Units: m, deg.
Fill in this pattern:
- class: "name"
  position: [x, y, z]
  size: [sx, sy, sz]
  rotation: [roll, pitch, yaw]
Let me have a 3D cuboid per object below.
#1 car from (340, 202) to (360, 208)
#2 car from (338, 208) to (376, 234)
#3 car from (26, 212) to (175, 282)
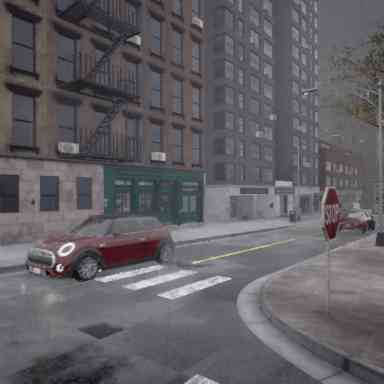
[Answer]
- class: "car"
  position: [14.946, 2.014, 32.459]
  size: [2.150, 2.045, 5.566]
  rotation: [0, -2, 39]
- class: "car"
  position: [11.698, 2.089, 23.663]
  size: [1.812, 1.442, 4.674]
  rotation: [0, -2, 39]
- class: "car"
  position: [-2.638, 1.497, 10.420]
  size: [2.097, 1.767, 4.553]
  rotation: [0, -1, 39]
